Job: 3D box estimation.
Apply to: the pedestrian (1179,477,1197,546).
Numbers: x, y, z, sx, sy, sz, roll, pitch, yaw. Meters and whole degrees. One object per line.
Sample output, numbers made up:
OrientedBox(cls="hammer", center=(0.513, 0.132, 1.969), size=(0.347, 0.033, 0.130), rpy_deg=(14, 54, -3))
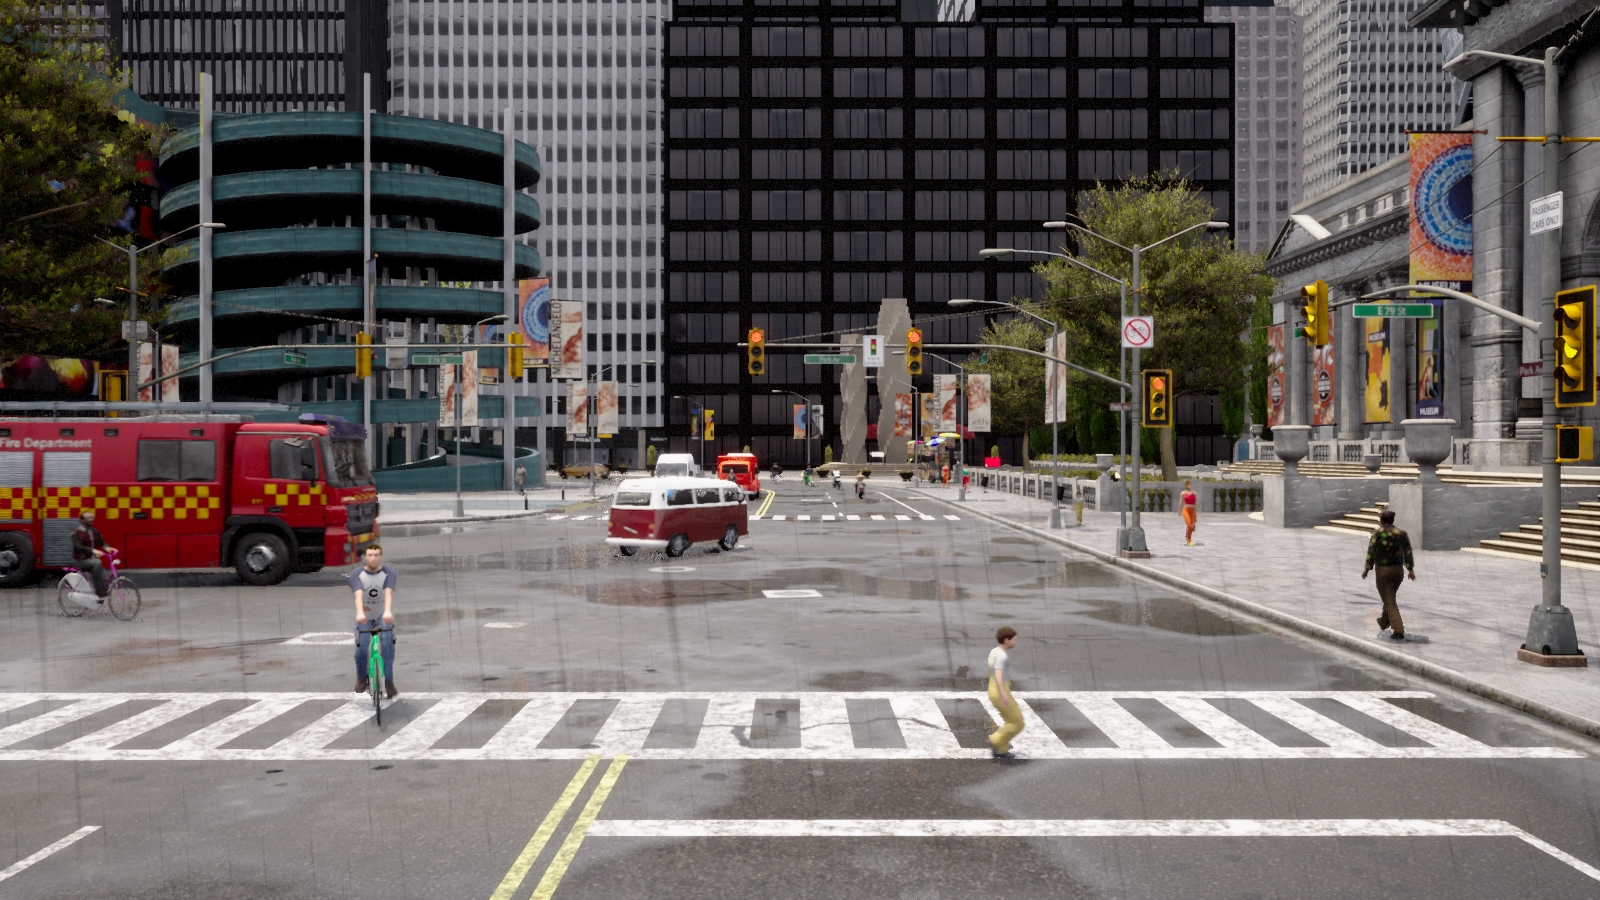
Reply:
OrientedBox(cls="pedestrian", center=(10.644, 1.684, 31.364), size=(0.375, 1.860, 0.375), rpy_deg=(0, 0, 0))

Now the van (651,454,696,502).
OrientedBox(cls="van", center=(-7.042, 1.510, 64.165), size=(1.988, 2.561, 5.915), rpy_deg=(0, 0, -1))

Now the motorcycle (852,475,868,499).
OrientedBox(cls="motorcycle", center=(3.481, 2.145, 66.572), size=(0.764, 1.277, 2.356), rpy_deg=(0, 0, 0))

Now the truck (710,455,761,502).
OrientedBox(cls="truck", center=(-3.541, 1.543, 64.074), size=(2.627, 2.467, 5.204), rpy_deg=(0, 0, -1))

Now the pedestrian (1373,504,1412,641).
OrientedBox(cls="pedestrian", center=(8.213, 1.690, 15.857), size=(0.375, 1.860, 0.375), rpy_deg=(0, 0, 8))

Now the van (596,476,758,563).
OrientedBox(cls="van", center=(-3.211, 1.770, 30.764), size=(2.069, 2.038, 4.480), rpy_deg=(0, 0, 30))

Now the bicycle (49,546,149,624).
OrientedBox(cls="bicycle", center=(-11.539, 2.203, 18.792), size=(1.835, 1.171, 0.329), rpy_deg=(0, 0, 20))

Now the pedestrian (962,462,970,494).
OrientedBox(cls="pedestrian", center=(9.960, 1.670, 68.443), size=(0.375, 1.860, 0.375), rpy_deg=(0, 0, -6))

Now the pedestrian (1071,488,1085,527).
OrientedBox(cls="pedestrian", center=(9.490, 1.961, 39.009), size=(0.375, 1.300, 0.375), rpy_deg=(0, 0, -1))

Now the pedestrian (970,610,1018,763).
OrientedBox(cls="pedestrian", center=(1.750, 2.124, 10.328), size=(0.375, 1.300, 0.375), rpy_deg=(0, 0, 0))

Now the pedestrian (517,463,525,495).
OrientedBox(cls="pedestrian", center=(-16.141, 1.671, 66.104), size=(0.375, 1.860, 0.375), rpy_deg=(0, 0, 5))

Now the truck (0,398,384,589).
OrientedBox(cls="truck", center=(-13.701, 0.880, 24.556), size=(8.468, 3.827, 2.891), rpy_deg=(0, 0, -4))

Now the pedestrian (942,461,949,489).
OrientedBox(cls="pedestrian", center=(9.724, 1.666, 76.271), size=(0.375, 1.860, 0.375), rpy_deg=(0, 0, -10))
